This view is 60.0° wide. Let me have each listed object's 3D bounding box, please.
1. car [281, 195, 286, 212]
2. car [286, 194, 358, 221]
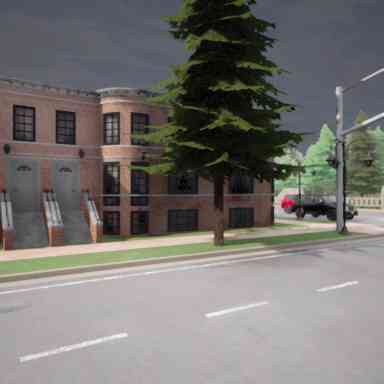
[{"bbox_3d":[11.545,1.220,33.533,2.150,2.045,5.566,0,0,-30],"label":"car"},{"bbox_3d":[10.890,1.221,27.750,2.150,2.045,5.566,0,0,-28],"label":"car"}]
